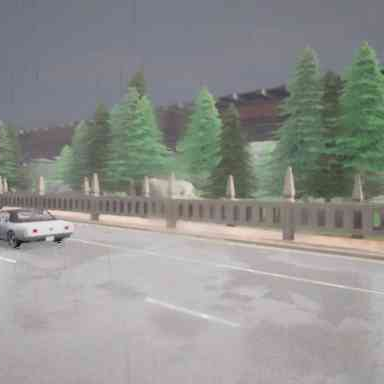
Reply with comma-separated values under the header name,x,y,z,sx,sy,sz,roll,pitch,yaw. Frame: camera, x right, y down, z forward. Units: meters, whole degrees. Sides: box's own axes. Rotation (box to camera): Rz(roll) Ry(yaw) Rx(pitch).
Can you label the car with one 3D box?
name,x,y,z,sx,sy,sz,roll,pitch,yaw
car,-6.848,1.318,13.179,4.718,1.301,1.895,2,1,36
